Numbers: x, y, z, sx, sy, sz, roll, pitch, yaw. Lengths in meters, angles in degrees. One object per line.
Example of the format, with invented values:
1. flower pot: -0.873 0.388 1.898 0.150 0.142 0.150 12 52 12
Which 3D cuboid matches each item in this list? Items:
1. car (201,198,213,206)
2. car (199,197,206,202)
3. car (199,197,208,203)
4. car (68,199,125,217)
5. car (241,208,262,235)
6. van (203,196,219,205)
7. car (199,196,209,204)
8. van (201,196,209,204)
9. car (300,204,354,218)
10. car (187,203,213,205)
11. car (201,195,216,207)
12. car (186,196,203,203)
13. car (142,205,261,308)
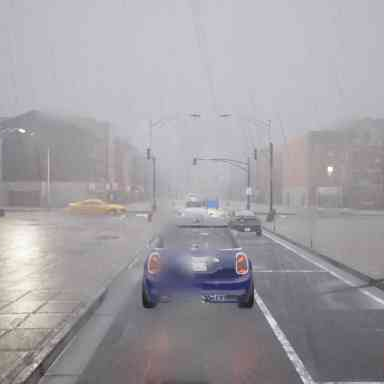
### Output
1. car: 2.740 1.793 60.956 2.008 1.369 4.403 -1 -1 0
2. car: 2.800 2.138 92.696 1.802 1.307 4.206 -2 -1 0
3. car: 2.780 1.982 82.117 1.887 1.381 4.507 -1 -1 0
4. car: -8.608 1.451 30.194 5.008 1.535 1.882 1 1 0
5. car: 2.661 1.572 18.128 2.008 1.369 4.403 -1 0 0
6. van: 2.706 1.474 45.087 1.690 1.788 3.998 -1 0 0
7. car: 2.767 1.824 76.828 1.967 1.590 4.097 -1 -1 0
8. van: 2.756 1.674 71.539 1.690 1.788 3.998 -1 -1 0
9. car: 13.312 1.826 33.081 4.718 1.301 1.895 1 1 1
10. car: 0.164 1.546 17.878 1.812 1.442 4.674 0 0 1
11. car: 2.725 1.516 55.669 2.192 1.841 5.009 -1 0 0
12. car: 0.215 1.626 45.437 2.128 1.511 4.902 0 0 0
13. car: 0.114 1.355 8.058 2.097 1.767 4.553 0 0 0
